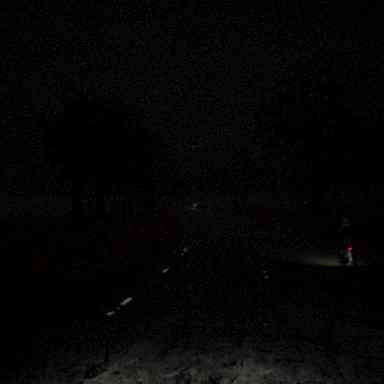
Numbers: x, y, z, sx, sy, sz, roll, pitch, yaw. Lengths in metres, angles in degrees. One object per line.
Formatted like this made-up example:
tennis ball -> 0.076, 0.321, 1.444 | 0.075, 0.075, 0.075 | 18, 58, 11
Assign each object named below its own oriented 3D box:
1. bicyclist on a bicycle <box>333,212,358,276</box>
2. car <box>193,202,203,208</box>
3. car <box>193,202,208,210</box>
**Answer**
bicyclist on a bicycle -> 4.453, 1.466, 9.768 | 0.659, 1.776, 1.843 | -1, -1, 13
car -> 1.347, 2.885, 73.999 | 1.895, 1.301, 4.718 | -1, -1, 3
car -> 1.782, 2.664, 62.320 | 1.895, 1.301, 4.718 | -1, -1, -4
